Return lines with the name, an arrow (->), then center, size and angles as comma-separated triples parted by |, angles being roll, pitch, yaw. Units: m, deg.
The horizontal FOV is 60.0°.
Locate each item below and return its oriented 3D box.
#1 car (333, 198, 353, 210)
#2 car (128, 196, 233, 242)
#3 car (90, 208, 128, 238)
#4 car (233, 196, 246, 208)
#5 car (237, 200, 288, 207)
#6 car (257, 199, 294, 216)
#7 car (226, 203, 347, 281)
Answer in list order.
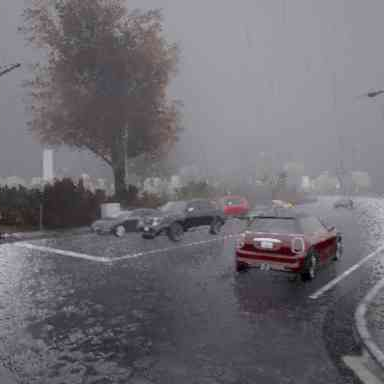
car -> 20.089, 1.516, 44.162 | 1.837, 1.490, 4.892 | -1, 0, 35
car -> -0.401, 1.359, 17.624 | 2.150, 2.045, 5.566 | -1, -1, 39
car -> -3.554, 1.689, 19.284 | 1.837, 1.490, 4.892 | -1, 0, 39
car -> 2.587, 1.388, 26.983 | 2.150, 2.045, 5.566 | -1, 0, 38
car -> 5.778, 1.610, 25.376 | 2.128, 1.511, 4.902 | -1, 0, 38
car -> 8.880, 1.605, 35.032 | 1.882, 1.535, 5.008 | -1, 0, 38
car -> 3.159, 1.395, 10.348 | 2.097, 1.767, 4.553 | -1, 0, 35
